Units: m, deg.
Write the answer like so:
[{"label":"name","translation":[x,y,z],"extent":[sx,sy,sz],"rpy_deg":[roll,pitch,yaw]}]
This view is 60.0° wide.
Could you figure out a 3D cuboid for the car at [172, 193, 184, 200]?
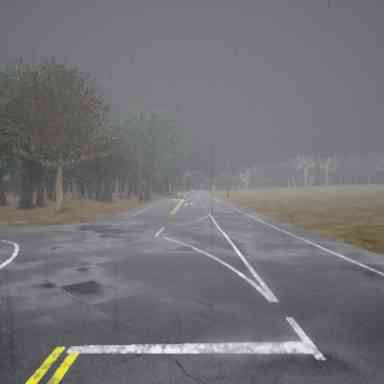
[{"label":"car","translation":[-2.860,0.893,71.210],"extent":[1.812,1.442,4.674],"rpy_deg":[0,1,5]}]
